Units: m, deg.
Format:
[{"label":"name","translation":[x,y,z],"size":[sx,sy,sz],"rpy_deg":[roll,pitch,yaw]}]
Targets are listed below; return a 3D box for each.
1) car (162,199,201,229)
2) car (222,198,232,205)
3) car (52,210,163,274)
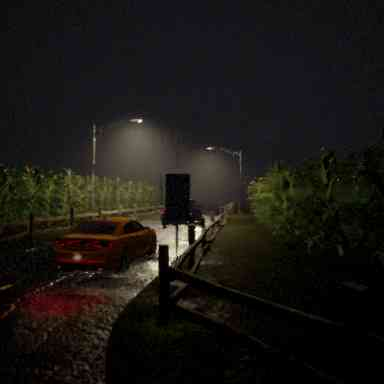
[{"label":"car","translation":[-0.663,1.473,23.588],"size":[2.150,2.045,5.566],"rpy_deg":[1,-1,9]},{"label":"car","translation":[8.993,2.467,86.562],"size":[2.097,1.767,4.553],"rpy_deg":[1,-1,9]},{"label":"car","translation":[-2.587,1.568,11.050],"size":[1.882,1.535,5.008],"rpy_deg":[1,-1,9]}]
